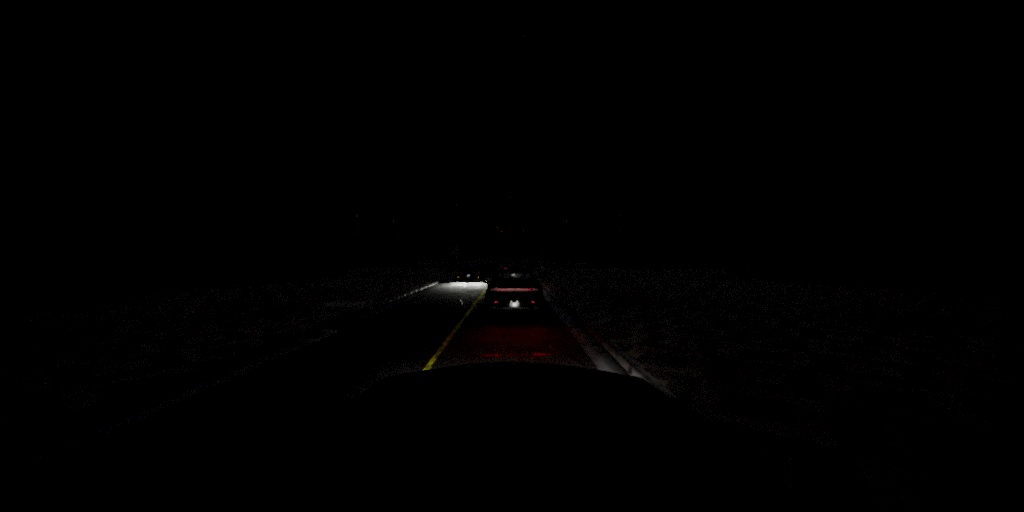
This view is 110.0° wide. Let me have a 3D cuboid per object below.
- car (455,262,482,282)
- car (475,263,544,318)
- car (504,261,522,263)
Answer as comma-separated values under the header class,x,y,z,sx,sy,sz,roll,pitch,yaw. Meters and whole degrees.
class,x,y,z,sx,sy,sz,roll,pitch,yaw
car,-3.091,1.186,27.366,1.994,1.385,4.181,0,0,0
car,0.082,1.188,12.799,2.128,1.511,4.902,0,0,0
car,0.082,1.110,27.956,2.128,1.511,4.902,0,0,0
